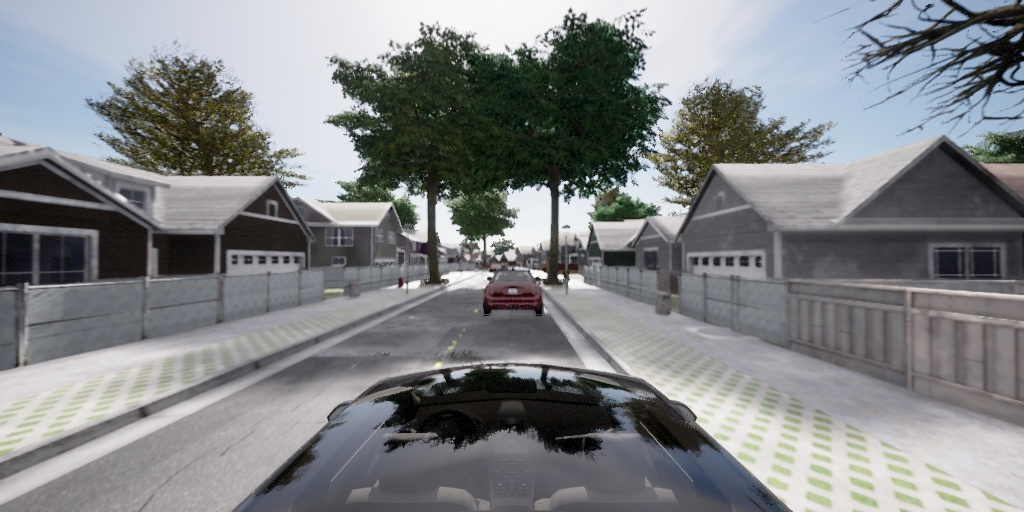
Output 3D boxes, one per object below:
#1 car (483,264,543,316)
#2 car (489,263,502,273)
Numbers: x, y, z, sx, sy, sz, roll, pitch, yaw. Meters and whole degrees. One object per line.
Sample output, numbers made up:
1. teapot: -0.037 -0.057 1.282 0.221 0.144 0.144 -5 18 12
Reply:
1. car: 0.047 1.224 14.195 2.097 1.767 4.553 0 -1 0
2. car: -2.783 2.034 60.635 1.882 1.535 5.008 0 -1 1
